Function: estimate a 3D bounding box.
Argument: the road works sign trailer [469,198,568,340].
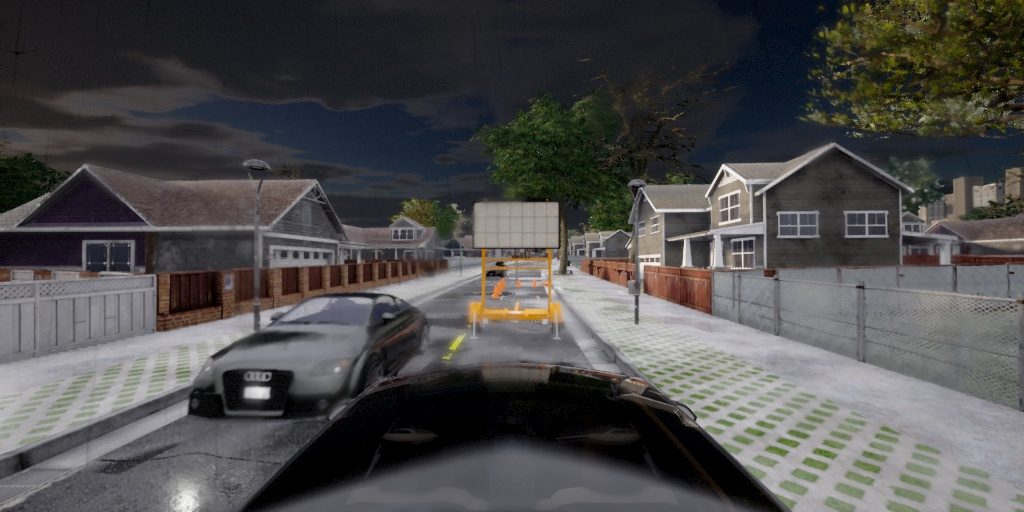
[{"bbox_3d":[0.132,0.211,10.011,2.380,3.560,2.880,0,0,2],"label":"road works sign trailer"}]

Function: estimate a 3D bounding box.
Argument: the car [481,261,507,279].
[{"bbox_3d":[-1.502,1.211,31.473,1.837,1.490,4.892,0,0,4],"label":"car"}]

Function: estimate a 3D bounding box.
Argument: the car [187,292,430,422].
[{"bbox_3d":[-2.748,1.315,5.915,1.994,1.385,4.181,0,0,1],"label":"car"}]
